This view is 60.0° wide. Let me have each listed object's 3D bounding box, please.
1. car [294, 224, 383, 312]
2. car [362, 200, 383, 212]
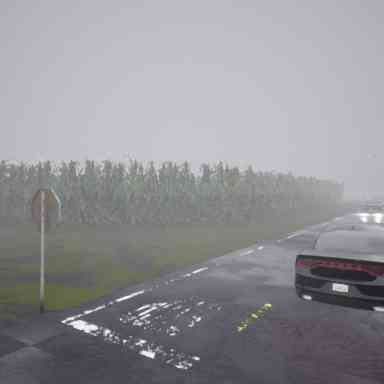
[{"bbox_3d":[3.892,1.481,7.736,1.882,1.535,5.008,0,0,33],"label":"car"},{"bbox_3d":[21.002,1.623,38.589,1.895,1.301,4.718,0,0,33],"label":"car"}]
